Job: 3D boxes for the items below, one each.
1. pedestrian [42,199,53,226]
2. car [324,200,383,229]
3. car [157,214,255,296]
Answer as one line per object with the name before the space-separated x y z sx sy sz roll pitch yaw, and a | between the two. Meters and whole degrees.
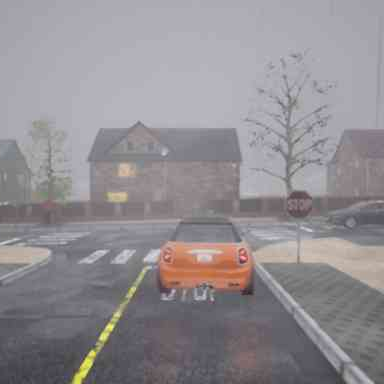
pedestrian | -9.649 1.345 22.180 0.375 1.860 0.375 0 2 0
car | 10.256 1.270 19.303 4.892 1.490 1.837 -1 1 0
car | 0.452 1.388 8.979 2.097 1.767 4.553 0 0 5
